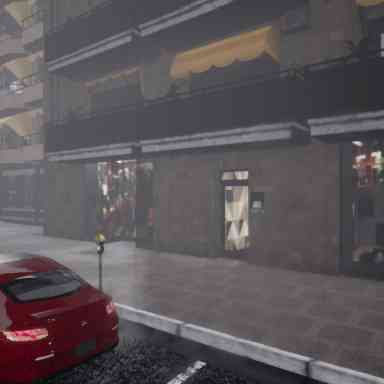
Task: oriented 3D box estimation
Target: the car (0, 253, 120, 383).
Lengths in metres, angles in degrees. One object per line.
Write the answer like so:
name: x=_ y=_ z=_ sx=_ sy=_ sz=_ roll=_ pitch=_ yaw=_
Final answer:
car: x=-2.867 y=1.583 z=4.925 sx=4.206 sy=1.307 sz=1.802 roll=0 pitch=0 yaw=36
